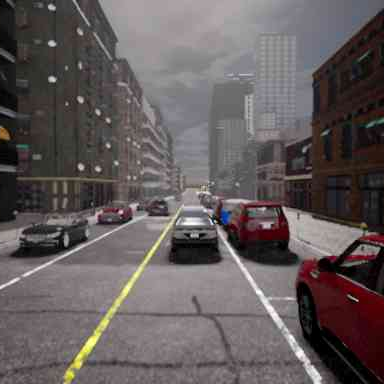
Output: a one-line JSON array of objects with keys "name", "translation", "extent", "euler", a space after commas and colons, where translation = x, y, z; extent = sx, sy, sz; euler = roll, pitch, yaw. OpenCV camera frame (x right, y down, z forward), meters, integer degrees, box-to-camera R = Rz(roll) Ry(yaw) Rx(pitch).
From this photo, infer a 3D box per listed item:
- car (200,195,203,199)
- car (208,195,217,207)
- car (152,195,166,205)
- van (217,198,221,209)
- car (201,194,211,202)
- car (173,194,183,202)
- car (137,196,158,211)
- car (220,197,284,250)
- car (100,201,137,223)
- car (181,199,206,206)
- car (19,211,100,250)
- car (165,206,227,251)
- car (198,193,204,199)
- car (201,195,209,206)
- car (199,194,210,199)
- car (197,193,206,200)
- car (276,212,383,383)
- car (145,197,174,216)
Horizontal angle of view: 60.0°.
[{"name": "car", "translation": [2.650, 1.551, 51.795], "extent": [1.947, 1.339, 4.313], "euler": [-1, 0, 0]}, {"name": "car", "translation": [2.674, 1.310, 25.092], "extent": [2.192, 1.841, 5.009], "euler": [-1, 0, 0]}, {"name": "car", "translation": [-5.698, 1.423, 57.326], "extent": [1.967, 1.590, 4.097], "euler": [-1, 0, 0]}, {"name": "van", "translation": [2.674, 1.337, 19.685], "extent": [1.690, 1.788, 3.998], "euler": [-1, 0, 0]}, {"name": "car", "translation": [3.009, 1.324, 73.988], "extent": [2.097, 1.767, 4.553], "euler": [0, 0, 0]}, {"name": "car", "translation": [-2.990, 1.291, 73.586], "extent": [2.097, 1.767, 4.553], "euler": [0, 0, 0]}, {"name": "car", "translation": [-5.701, 1.429, 41.322], "extent": [1.967, 1.590, 4.097], "euler": [-1, 0, 0]}, {"name": "car", "translation": [2.673, 1.313, 14.278], "extent": [2.192, 1.841, 5.009], "euler": [-1, 0, 0]}, {"name": "car", "translation": [-5.703, 1.435, 25.100], "extent": [1.967, 1.590, 4.097], "euler": [-1, 0, 0]}, {"name": "car", "translation": [0.101, 1.593, 32.152], "extent": [1.895, 1.301, 4.718], "euler": [0, 0, 0]}, {"name": "car", "translation": [-5.703, 1.548, 14.286], "extent": [2.008, 1.369, 4.403], "euler": [-1, 0, 0]}, {"name": "car", "translation": [0.097, 1.545, 13.938], "extent": [2.033, 1.411, 5.357], "euler": [0, 0, 0]}, {"name": "car", "translation": [2.647, 1.294, 62.954], "extent": [2.192, 1.841, 5.009], "euler": [-1, 0, 0]}, {"name": "car", "translation": [2.682, 1.548, 46.223], "extent": [2.008, 1.369, 4.403], "euler": [-1, 0, 0]}, {"name": "car", "translation": [2.651, 1.548, 57.374], "extent": [1.947, 1.339, 4.313], "euler": [-1, 0, 0]}, {"name": "car", "translation": [2.651, 1.274, 90.853], "extent": [2.192, 1.841, 5.009], "euler": [-1, 0, 0]}, {"name": "car", "translation": [2.671, 1.315, 3.463], "extent": [2.192, 1.841, 5.009], "euler": [-1, 0, 0]}, {"name": "car", "translation": [-3.094, 1.497, 32.175], "extent": [1.837, 1.490, 4.892], "euler": [0, 0, 0]}]
